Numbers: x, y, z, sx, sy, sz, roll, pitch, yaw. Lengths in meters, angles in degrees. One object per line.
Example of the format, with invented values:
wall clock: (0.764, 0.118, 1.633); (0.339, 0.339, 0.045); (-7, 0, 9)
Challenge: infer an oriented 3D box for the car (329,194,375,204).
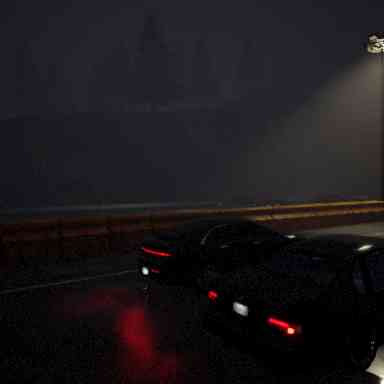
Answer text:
car: (14.767, 1.082, 29.633); (4.718, 1.301, 1.895); (-1, 1, -31)

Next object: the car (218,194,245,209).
car: (5.079, 1.019, 36.036); (4.902, 1.511, 2.128); (-1, 1, -31)

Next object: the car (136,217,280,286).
car: (1.016, 1.398, 8.489); (4.892, 1.490, 1.837); (-2, 1, -33)

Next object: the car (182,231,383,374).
car: (2.704, 1.453, 5.479); (5.357, 1.411, 2.033); (-1, 1, -33)

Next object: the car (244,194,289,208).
car: (7.817, 1.085, 33.605); (4.181, 1.385, 1.994); (-1, 1, -31)

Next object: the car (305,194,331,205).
car: (13.303, 0.969, 32.837); (4.892, 1.490, 1.837); (-1, 1, -31)
